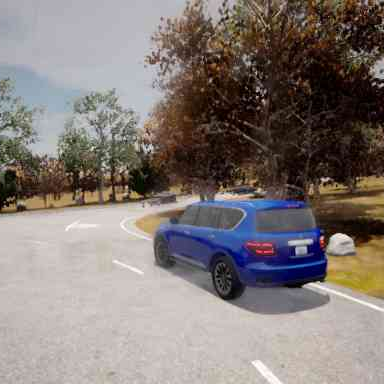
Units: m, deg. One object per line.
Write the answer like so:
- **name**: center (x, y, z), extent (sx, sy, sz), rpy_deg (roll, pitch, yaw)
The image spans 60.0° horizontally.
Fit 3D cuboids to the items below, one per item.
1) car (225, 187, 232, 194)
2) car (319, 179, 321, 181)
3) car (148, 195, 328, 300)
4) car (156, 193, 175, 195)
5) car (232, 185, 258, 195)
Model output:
- **car**: center (8.003, -0.542, 61.243), extent (1.812, 1.442, 4.674), rpy_deg (0, 4, 43)
- **car**: center (28.636, -2.663, 77.489), extent (1.994, 1.385, 4.181), rpy_deg (0, 5, 42)
- **car**: center (0.844, 1.218, 8.781), extent (2.150, 2.045, 5.566), rpy_deg (0, 0, -28)
- **car**: center (-4.107, 0.881, 46.191), extent (2.128, 1.511, 4.902), rpy_deg (0, 4, 35)
- **car**: center (9.628, -0.427, 57.542), extent (1.837, 1.490, 4.892), rpy_deg (0, 5, 42)
